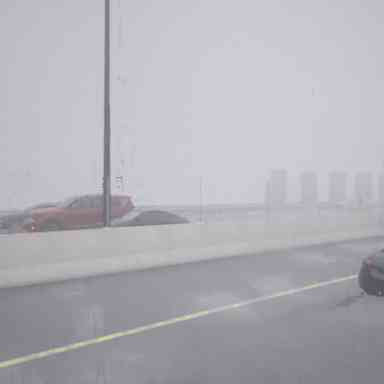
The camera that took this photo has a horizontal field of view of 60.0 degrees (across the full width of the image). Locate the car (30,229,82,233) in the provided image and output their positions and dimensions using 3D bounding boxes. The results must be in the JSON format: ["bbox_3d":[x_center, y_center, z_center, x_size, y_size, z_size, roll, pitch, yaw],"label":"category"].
[{"bbox_3d":[-5.529,1.169,17.044,5.566,2.045,2.150,0,0,-34],"label":"car"}]

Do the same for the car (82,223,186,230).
[{"bbox_3d":[-2.226,1.485,15.027,4.674,1.442,1.812,0,0,-33],"label":"car"}]

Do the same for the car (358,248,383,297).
[{"bbox_3d":[5.600,1.560,7.331,4.181,1.385,1.994,0,0,-33],"label":"car"}]
